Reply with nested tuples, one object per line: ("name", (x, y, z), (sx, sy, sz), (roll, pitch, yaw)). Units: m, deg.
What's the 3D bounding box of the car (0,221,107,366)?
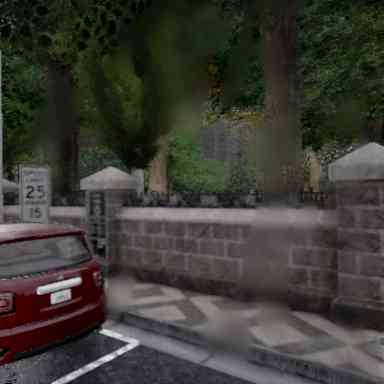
("car", (-3.560, 1.415, 5.501), (5.009, 1.841, 2.192), (-1, -1, 35))
